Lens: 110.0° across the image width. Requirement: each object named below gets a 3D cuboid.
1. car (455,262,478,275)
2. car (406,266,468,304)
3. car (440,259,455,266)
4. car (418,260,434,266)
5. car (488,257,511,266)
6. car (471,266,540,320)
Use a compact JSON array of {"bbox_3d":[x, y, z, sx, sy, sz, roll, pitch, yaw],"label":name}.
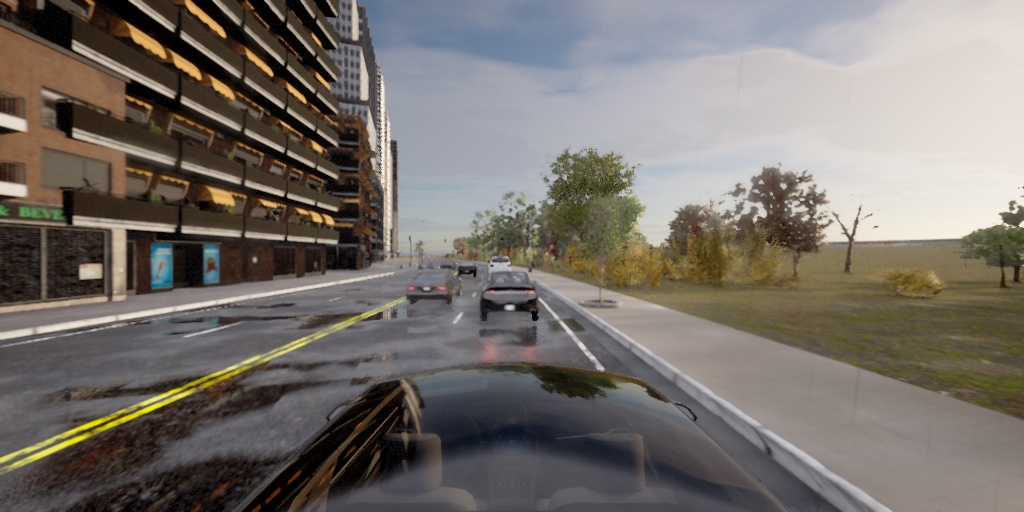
[{"bbox_3d":[-4.655,1.348,37.972,1.882,1.535,5.008,0,0,-4],"label":"car"},{"bbox_3d":[-3.453,1.350,16.648,2.033,1.411,5.357,0,0,-2],"label":"car"},{"bbox_3d":[-9.577,1.269,53.799,2.097,1.767,4.553,0,0,-6],"label":"car"},{"bbox_3d":[-12.825,1.415,53.607,2.128,1.511,4.902,0,0,-6],"label":"car"},{"bbox_3d":[-1.242,1.083,36.060,2.150,2.045,5.566,0,0,-4],"label":"car"},{"bbox_3d":[-0.110,1.280,12.771,2.128,1.511,4.902,0,0,-1],"label":"car"}]
